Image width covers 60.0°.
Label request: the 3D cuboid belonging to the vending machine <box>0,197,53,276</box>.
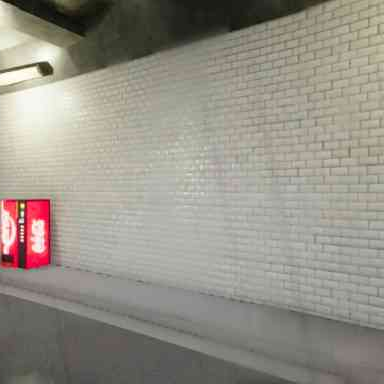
[{"bbox_3d":[-4.801,1.195,9.626,0.880,2.100,1.100,0,0,30],"label":"vending machine"}]
